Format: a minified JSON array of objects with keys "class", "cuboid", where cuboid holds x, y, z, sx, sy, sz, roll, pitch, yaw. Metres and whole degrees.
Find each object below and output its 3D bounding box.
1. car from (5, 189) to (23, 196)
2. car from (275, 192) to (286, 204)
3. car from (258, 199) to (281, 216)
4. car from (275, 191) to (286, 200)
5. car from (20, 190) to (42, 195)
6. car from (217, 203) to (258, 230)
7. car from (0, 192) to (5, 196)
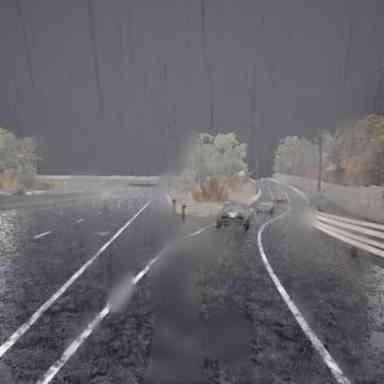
[{"class":"car","cuboid":[-30.002,0.483,55.799,2.150,2.045,5.566,1,1,-5]},{"class":"car","cuboid":[16.823,1.302,63.458,2.097,1.767,4.553,1,3,15]},{"class":"car","cuboid":[8.853,1.935,39.429,2.128,1.511,4.902,1,0,20]},{"class":"car","cuboid":[19.480,0.816,73.235,2.128,1.511,4.902,1,4,14]},{"class":"car","cuboid":[-26.537,0.788,56.234,2.128,1.511,4.902,1,0,-5]},{"class":"car","cuboid":[3.078,1.530,22.804,2.097,1.767,4.553,1,-1,15]},{"class":"car","cuboid":[-25.142,0.920,40.029,2.128,1.511,4.902,1,0,-5]}]
